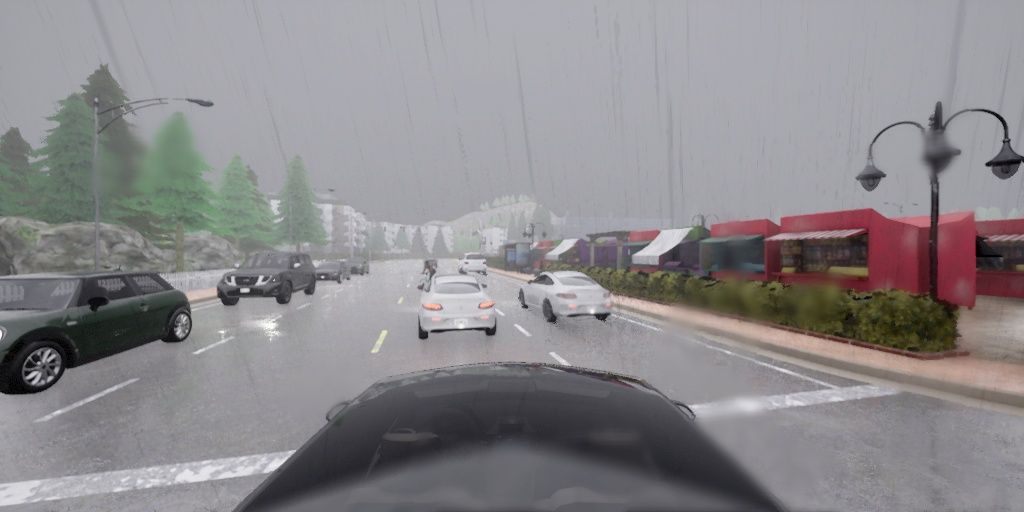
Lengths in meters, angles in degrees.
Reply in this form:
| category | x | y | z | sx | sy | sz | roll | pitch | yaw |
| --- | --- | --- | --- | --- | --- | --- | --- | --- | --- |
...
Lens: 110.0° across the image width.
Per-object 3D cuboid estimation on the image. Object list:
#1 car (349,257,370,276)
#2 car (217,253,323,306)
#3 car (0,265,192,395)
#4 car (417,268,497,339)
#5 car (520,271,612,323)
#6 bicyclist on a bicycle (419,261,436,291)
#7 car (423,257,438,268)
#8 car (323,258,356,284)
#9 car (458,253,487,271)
| category | x | y | z | sx | sy | sz | roll | pitch | yaw |
| --- | --- | --- | --- | --- | --- | --- | --- | --- | --- |
| car | -14.632 | 0.885 | 33.311 | 2.097 | 1.767 | 4.553 | 0 | 0 | -13 |
| car | -10.366 | 0.880 | 15.728 | 2.150 | 2.045 | 5.566 | 0 | 0 | -14 |
| car | -8.096 | 1.077 | 6.311 | 2.097 | 1.767 | 4.553 | 0 | 0 | -13 |
| car | -1.602 | 1.227 | 9.896 | 1.812 | 1.442 | 4.674 | 0 | 0 | -13 |
| car | 1.601 | 1.213 | 11.856 | 1.812 | 1.442 | 4.674 | 0 | 0 | -14 |
| bicyclist on a bicycle | -4.568 | 1.084 | 19.707 | 0.582 | 1.620 | 1.656 | 0 | 1 | 24 |
| car | -11.532 | 0.915 | 50.816 | 1.837 | 1.490 | 4.892 | 0 | 0 | -13 |
| car | -12.704 | 1.095 | 25.339 | 1.837 | 1.490 | 4.892 | 0 | 0 | -14 |
| car | -3.781 | 0.752 | 33.887 | 2.150 | 2.045 | 5.566 | 0 | 0 | -14 |
